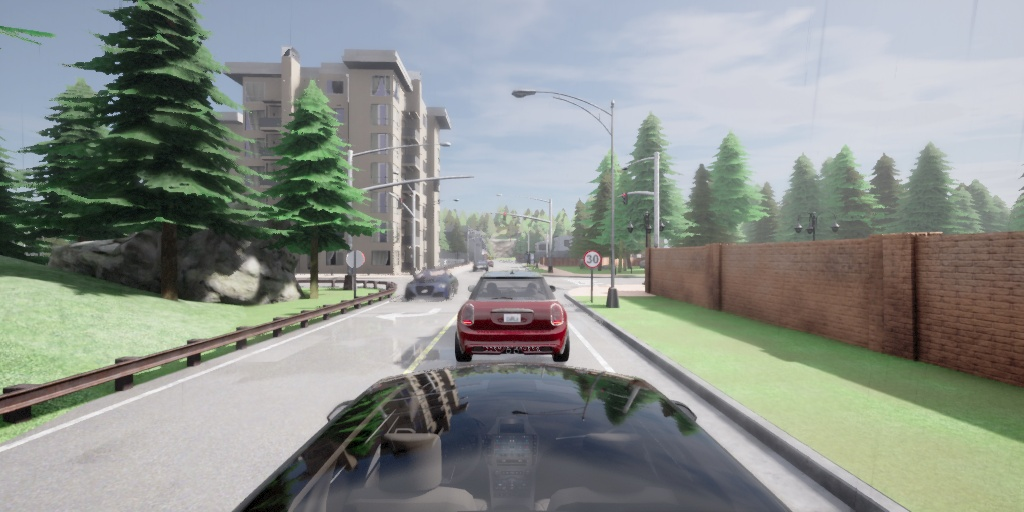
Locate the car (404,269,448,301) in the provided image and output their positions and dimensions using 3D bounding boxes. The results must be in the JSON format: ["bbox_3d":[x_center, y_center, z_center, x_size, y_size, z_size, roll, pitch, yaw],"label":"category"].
[{"bbox_3d":[-3.736,1.313,17.271,1.994,1.385,4.181,0,0,-1],"label":"car"}]

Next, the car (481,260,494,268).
[{"bbox_3d":[-4.098,1.313,60.303,1.994,1.385,4.181,0,0,-1],"label":"car"}]

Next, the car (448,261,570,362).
[{"bbox_3d":[0.004,1.102,8.384,2.097,1.767,4.553,0,0,0],"label":"car"}]

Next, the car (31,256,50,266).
[{"bbox_3d":[-30.933,0.987,24.692,5.566,2.045,2.150,0,0,-1],"label":"car"}]
